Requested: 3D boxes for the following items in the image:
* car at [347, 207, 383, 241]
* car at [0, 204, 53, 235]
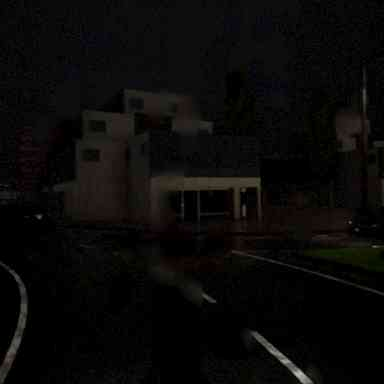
[{"bbox_3d":[9.499,1.356,15.363,4.674,1.442,1.812,-1,0,-17],"label":"car"},{"bbox_3d":[-10.603,1.507,19.868,4.553,1.767,2.097,-1,0,25],"label":"car"}]
